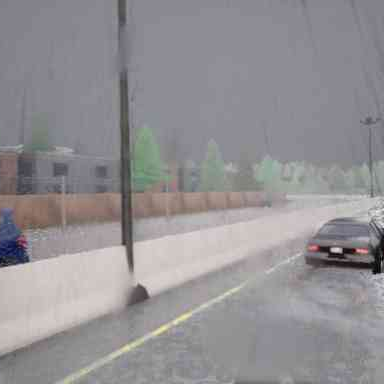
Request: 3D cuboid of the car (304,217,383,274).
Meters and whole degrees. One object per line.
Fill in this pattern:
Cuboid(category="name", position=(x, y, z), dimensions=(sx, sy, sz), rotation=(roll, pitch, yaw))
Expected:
Cuboid(category="car", position=(5.091, 1.509, 10.552), dimensions=(2.033, 1.411, 5.357), rotation=(-2, -1, 34))

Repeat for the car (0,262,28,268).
Cuboid(category="car", position=(-6.270, 1.442, 6.713), dimensions=(2.150, 2.045, 5.566), rotation=(-2, -1, 34))
